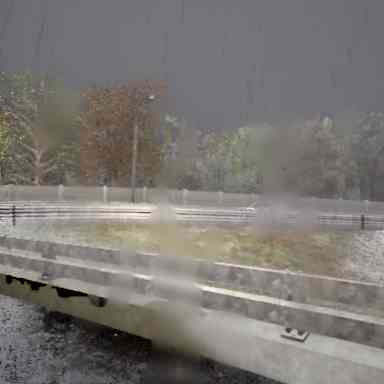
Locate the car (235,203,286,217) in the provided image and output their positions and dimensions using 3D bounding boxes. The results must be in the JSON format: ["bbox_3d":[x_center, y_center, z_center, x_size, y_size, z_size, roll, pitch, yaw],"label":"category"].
[{"bbox_3d":[6.914,1.987,33.961,5.566,2.045,2.150,3,-1,-20],"label":"car"}]
